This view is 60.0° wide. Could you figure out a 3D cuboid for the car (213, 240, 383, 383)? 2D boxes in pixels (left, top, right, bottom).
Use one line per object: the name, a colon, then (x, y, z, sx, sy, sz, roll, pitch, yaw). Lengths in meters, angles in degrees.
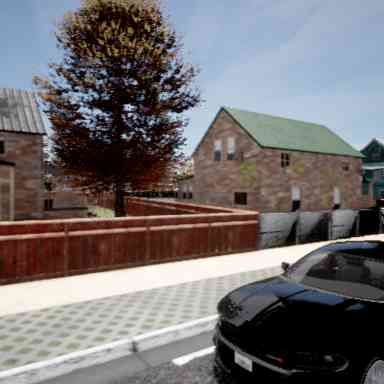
car: (2.573, 1.506, 4.899, 5.008, 1.535, 1.882, 0, 0, -35)
